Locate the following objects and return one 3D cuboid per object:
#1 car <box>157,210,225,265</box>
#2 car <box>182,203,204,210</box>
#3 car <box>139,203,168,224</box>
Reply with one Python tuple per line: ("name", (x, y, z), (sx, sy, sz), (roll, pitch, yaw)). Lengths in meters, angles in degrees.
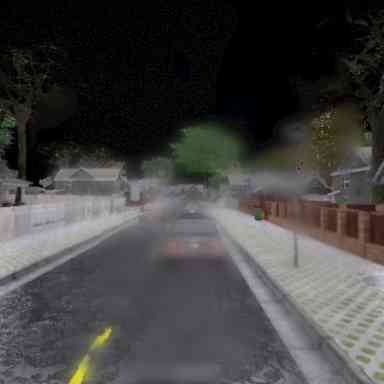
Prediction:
("car", (0.080, 1.568, 11.657), (2.033, 1.411, 5.357), (0, 0, 0))
("car", (0.091, 1.669, 29.795), (1.994, 1.385, 4.181), (0, 0, 0))
("car", (-2.843, 1.607, 25.534), (1.812, 1.442, 4.674), (0, 0, 0))
